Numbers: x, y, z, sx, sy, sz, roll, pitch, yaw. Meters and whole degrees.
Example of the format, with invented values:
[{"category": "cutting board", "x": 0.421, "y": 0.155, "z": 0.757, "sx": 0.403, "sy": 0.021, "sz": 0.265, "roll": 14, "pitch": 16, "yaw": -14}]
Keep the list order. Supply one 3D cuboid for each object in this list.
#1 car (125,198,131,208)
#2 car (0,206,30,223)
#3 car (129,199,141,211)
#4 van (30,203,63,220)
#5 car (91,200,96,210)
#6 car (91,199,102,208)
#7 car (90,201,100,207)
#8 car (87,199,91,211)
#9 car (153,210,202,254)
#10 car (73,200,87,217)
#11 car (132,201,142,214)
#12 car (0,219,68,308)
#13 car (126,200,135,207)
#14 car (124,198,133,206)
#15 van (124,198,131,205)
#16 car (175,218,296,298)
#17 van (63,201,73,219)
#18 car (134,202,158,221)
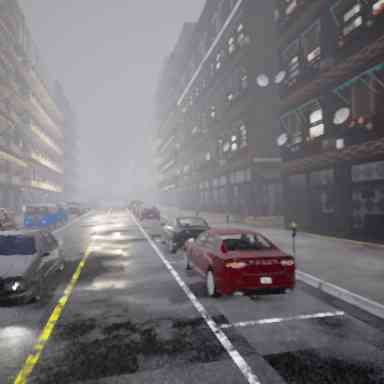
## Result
[{"category": "car", "x": -8.792, "y": 1.947, "z": 51.744, "sx": 2.192, "sy": 1.841, "sz": 5.009, "roll": 0, "pitch": -1, "yaw": -13}, {"category": "car", "x": -7.973, "y": 1.577, "z": 12.313, "sx": 2.192, "sy": 1.841, "sz": 5.009, "roll": 0, "pitch": -1, "yaw": -13}, {"category": "car", "x": -6.327, "y": 1.916, "z": 40.960, "sx": 1.967, "sy": 1.590, "sz": 4.097, "roll": 0, "pitch": -1, "yaw": -13}, {"category": "van", "x": -10.397, "y": 1.741, "z": 23.102, "sx": 1.690, "sy": 1.788, "sz": 3.998, "roll": 0, "pitch": -1, "yaw": -13}, {"category": "car", "x": -17.671, "y": 2.425, "z": 55.474, "sx": 1.947, "sy": 1.339, "sz": 4.313, "roll": 0, "pitch": -1, "yaw": -13}, {"category": "car", "x": -21.307, "y": 2.426, "z": 71.662, "sx": 2.192, "sy": 1.841, "sz": 5.009, "roll": 0, "pitch": -1, "yaw": -13}, {"category": "car", "x": -22.520, "y": 2.743, "z": 77.054, "sx": 1.887, "sy": 1.381, "sz": 4.507, "roll": 0, "pitch": -1, "yaw": -13}, {"category": "car", "x": -15.246, "y": 2.016, "z": 44.685, "sx": 2.192, "sy": 1.841, "sz": 5.009, "roll": 0, "pitch": -1, "yaw": -13}, {"category": "car", "x": -0.274, "y": 1.665, "z": 13.977, "sx": 2.008, "sy": 1.369, "sz": 4.403, "roll": 0, "pitch": -1, "yaw": -13}, {"category": "car", "x": -14.034, "y": 1.939, "z": 39.290, "sx": 2.192, "sy": 1.841, "sz": 5.009, "roll": 0, "pitch": -1, "yaw": -13}, {"category": "car", "x": -5.122, "y": 1.945, "z": 35.560, "sx": 1.887, "sy": 1.381, "sz": 4.507, "roll": 0, "pitch": -1, "yaw": -13}, {"category": "car", "x": -4.519, "y": 1.708, "z": 8.547, "sx": 2.033, "sy": 1.411, "sz": 5.357, "roll": -1, "pitch": 0, "yaw": -13}, {"category": "car", "x": -13.641, "y": 2.546, "z": 73.325, "sx": 1.802, "sy": 1.307, "sz": 4.206, "roll": 0, "pitch": -1, "yaw": -13}, {"category": "car", "x": -16.066, "y": 2.457, "z": 84.122, "sx": 2.192, "sy": 1.841, "sz": 5.009, "roll": 0, "pitch": -1, "yaw": -13}, {"category": "van", "x": -17.278, "y": 2.574, "z": 89.518, "sx": 1.690, "sy": 1.788, "sz": 3.998, "roll": 0, "pitch": -1, "yaw": -13}, {"category": "car", "x": 0.939, "y": 1.592, "z": 8.581, "sx": 1.887, "sy": 1.381, "sz": 4.507, "roll": 0, "pitch": -1, "yaw": -13}, {"category": "van", "x": -11.610, "y": 1.815, "z": 28.499, "sx": 1.690, "sy": 1.788, "sz": 3.998, "roll": 0, "pitch": -1, "yaw": -13}, {"category": "car", "x": -3.910, "y": 1.871, "z": 30.165, "sx": 1.887, "sy": 1.381, "sz": 4.507, "roll": 0, "pitch": -1, "yaw": -13}]
